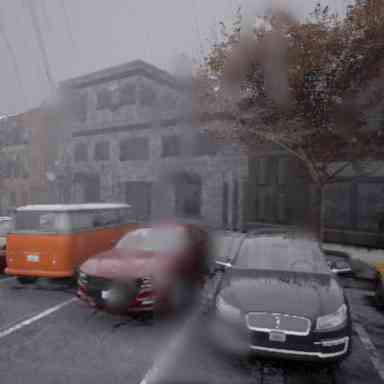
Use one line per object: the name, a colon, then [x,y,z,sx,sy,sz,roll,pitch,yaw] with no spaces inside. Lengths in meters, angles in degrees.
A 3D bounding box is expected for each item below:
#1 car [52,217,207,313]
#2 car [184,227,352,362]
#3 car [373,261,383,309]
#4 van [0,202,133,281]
car: [-0.730,1.499,7.976,2.097,1.535,5.008,0,-1,15]
car: [1.655,1.481,6.279,2.231,1.521,4.892,0,-1,15]
car: [4.077,1.480,4.757,1.946,1.575,5.366,0,-1,15]
van: [-3.094,1.316,9.784,1.878,1.987,4.442,-1,-1,15]
